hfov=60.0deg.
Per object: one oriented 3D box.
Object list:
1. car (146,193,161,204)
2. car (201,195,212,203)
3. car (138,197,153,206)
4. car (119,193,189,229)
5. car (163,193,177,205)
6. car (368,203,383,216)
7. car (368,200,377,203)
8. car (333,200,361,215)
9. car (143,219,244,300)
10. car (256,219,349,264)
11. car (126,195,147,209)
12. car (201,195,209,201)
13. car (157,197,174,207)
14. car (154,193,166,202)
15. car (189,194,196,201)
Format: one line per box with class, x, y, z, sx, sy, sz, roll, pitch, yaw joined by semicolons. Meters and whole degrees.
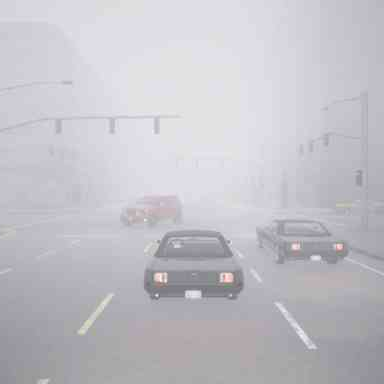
car;-7.377;1.206;64.831;2.150;2.045;5.566;0;0;1
car;3.286;1.582;70.949;1.895;1.301;4.718;0;0;1
car;-7.512;1.512;54.494;1.812;1.442;4.674;0;0;0
car;-2.597;1.240;22.634;2.150;2.045;5.566;-1;0;25
car;-3.950;1.207;60.130;2.150;2.045;5.566;0;0;1
car;3.593;1.221;1.982;2.150;2.045;5.566;0;0;0
car;19.269;1.539;30.848;4.902;1.511;2.128;0;0;0
car;17.206;1.525;34.350;5.008;1.535;1.882;0;0;0
car;0.042;1.599;8.348;1.895;1.301;4.718;0;0;0
car;3.548;1.598;11.734;1.895;1.301;4.718;0;0;0
car;-7.562;1.341;45.746;2.097;1.767;4.553;0;0;1
car;3.387;1.531;87.462;1.994;1.385;4.181;0;0;1
car;-4.019;1.479;50.436;2.128;1.511;4.902;0;0;0
car;-7.235;1.203;75.263;2.150;2.045;5.566;0;0;1
car;-0.114;1.334;87.333;2.097;1.767;4.553;0;0;1
